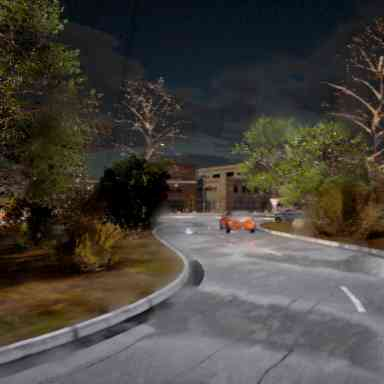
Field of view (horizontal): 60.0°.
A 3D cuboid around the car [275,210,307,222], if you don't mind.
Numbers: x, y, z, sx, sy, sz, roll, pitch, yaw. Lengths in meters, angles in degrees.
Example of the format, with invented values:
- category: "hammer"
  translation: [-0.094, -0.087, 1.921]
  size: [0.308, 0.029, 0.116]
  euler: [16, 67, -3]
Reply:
- category: "car"
  translation: [11.410, 2.712, 37.071]
  size: [4.181, 1.385, 1.994]
  euler: [0, -2, -2]

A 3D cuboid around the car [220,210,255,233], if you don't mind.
- category: "car"
  translation: [3.454, 2.160, 26.035]
  size: [2.097, 1.767, 4.553]
  euler: [0, -2, -3]

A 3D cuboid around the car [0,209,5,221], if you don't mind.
- category: "car"
  translation: [-28.138, 3.338, 49.452]
  size: [2.185, 1.767, 4.553]
  euler: [-1, -2, -11]
